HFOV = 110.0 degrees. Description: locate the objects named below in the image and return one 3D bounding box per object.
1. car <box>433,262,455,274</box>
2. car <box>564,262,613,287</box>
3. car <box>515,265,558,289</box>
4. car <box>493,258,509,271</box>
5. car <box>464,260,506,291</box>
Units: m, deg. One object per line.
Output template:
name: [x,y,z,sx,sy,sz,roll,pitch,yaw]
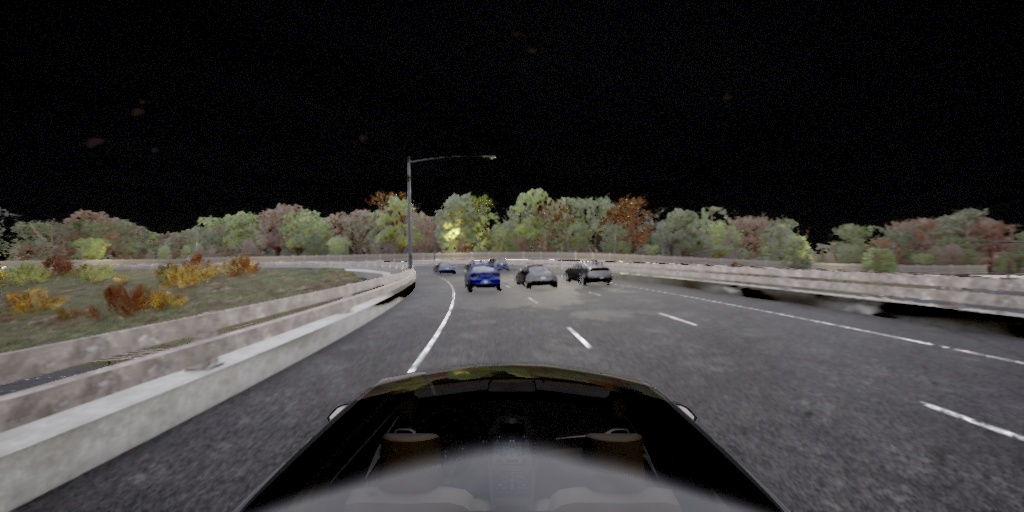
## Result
car: [-8.144,1.410,42.927,1.994,1.385,4.181,-1,0,-22]
car: [4.916,1.126,23.746,2.128,1.511,4.902,-1,0,-11]
car: [1.480,1.261,23.058,1.994,1.385,4.181,-1,0,-10]
car: [-2.102,1.083,46.542,2.097,1.767,4.553,-1,0,-23]
car: [-1.874,1.236,21.985,1.882,1.535,5.008,-1,0,-10]
